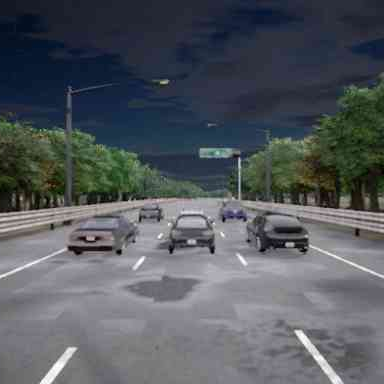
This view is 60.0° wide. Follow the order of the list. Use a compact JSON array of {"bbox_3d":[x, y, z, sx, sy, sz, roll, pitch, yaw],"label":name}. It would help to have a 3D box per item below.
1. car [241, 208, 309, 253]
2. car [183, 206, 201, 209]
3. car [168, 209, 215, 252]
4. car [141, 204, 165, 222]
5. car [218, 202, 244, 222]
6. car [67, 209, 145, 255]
[{"bbox_3d":[3.499,1.645,14.309,1.837,1.490,4.892,0,0,0],"label":"car"},{"bbox_3d":[-0.008,1.889,29.105,1.895,1.301,4.718,0,-1,0],"label":"car"},{"bbox_3d":[0.000,1.664,14.374,1.812,1.442,4.674,0,0,0],"label":"car"},{"bbox_3d":[-3.507,1.782,29.301,2.128,1.511,4.902,0,0,0],"label":"car"},{"bbox_3d":[3.491,1.637,29.073,2.097,1.767,4.553,0,-1,0],"label":"car"},{"bbox_3d":[-3.504,1.682,13.989,2.033,1.411,5.357,0,-1,0],"label":"car"}]
